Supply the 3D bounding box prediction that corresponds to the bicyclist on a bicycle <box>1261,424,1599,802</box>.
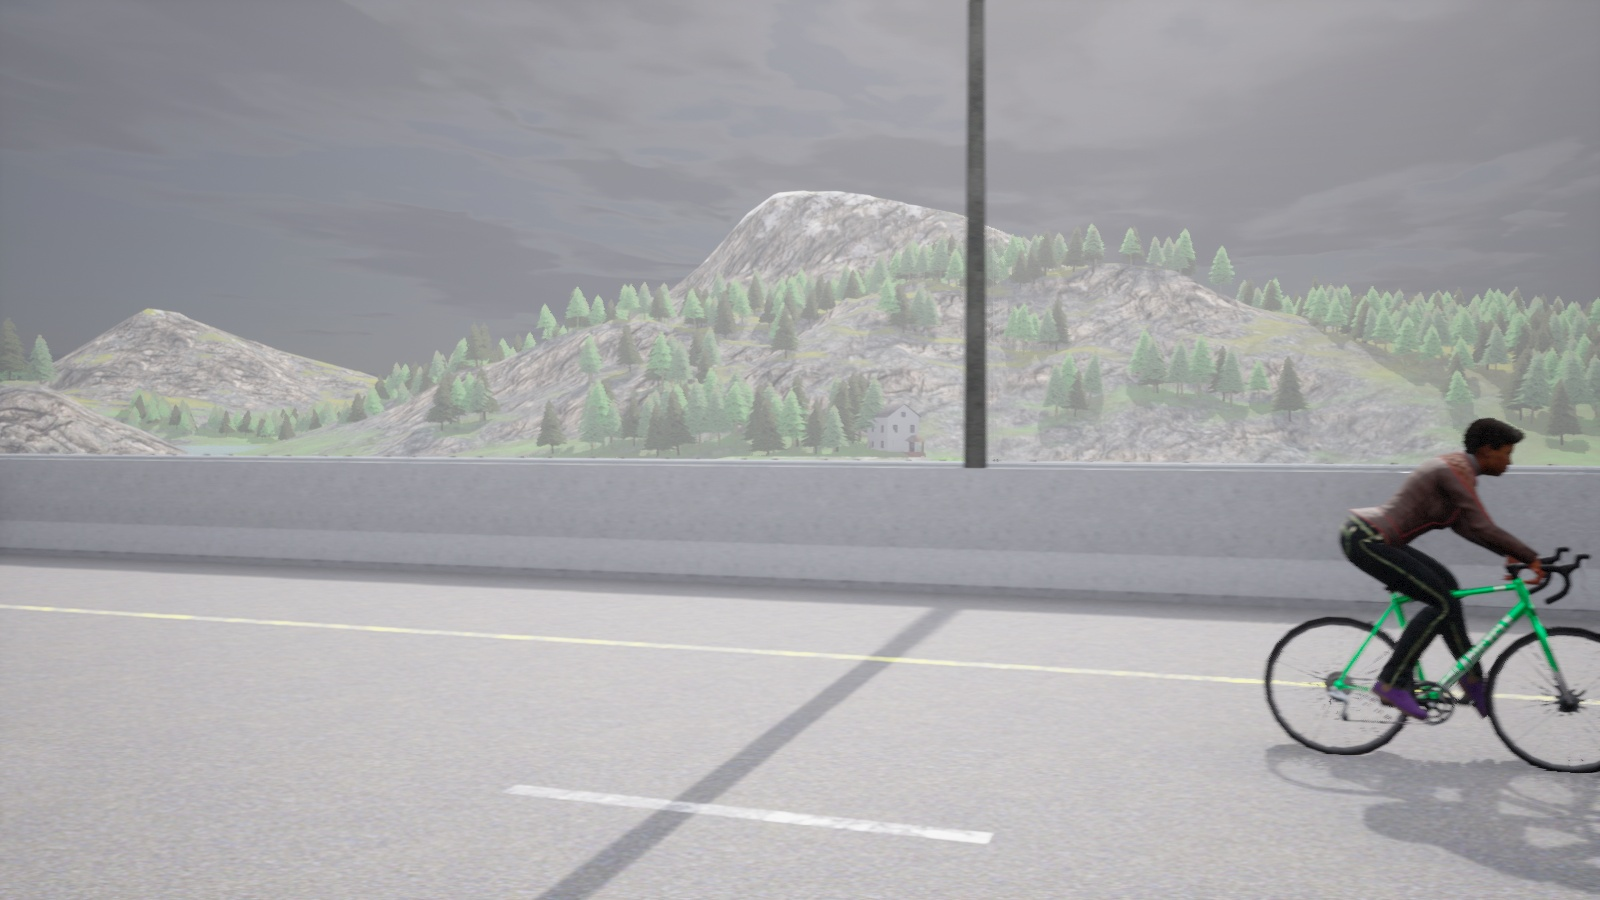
[{"bbox_3d":[3.053,0.698,5.857,1.656,1.620,0.582,1,1,19],"label":"bicyclist on a bicycle"}]
